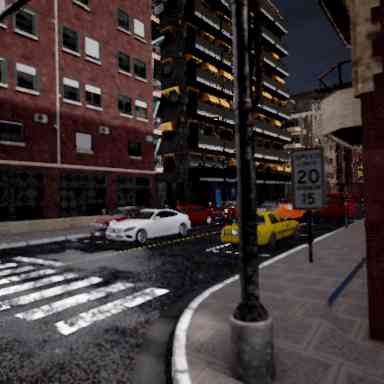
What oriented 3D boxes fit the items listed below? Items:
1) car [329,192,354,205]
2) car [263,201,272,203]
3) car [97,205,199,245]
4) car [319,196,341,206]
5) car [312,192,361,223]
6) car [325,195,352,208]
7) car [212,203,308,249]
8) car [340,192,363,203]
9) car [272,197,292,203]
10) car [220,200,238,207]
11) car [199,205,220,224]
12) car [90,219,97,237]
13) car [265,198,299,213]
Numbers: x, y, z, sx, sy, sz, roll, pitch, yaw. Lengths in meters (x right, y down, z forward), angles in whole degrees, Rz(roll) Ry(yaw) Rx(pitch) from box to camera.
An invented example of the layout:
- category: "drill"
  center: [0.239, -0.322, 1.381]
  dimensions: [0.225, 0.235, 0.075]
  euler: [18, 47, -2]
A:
- category: "car"
  center: [23.851, 0.992, 52.963]
  dimensions: [2.192, 1.841, 5.009]
  euler: [-2, -1, 40]
- category: "car"
  center: [6.801, 1.414, 27.810]
  dimensions: [2.033, 1.411, 5.357]
  euler: [-2, -1, 37]
- category: "car"
  center: [-1.922, 1.533, 15.905]
  dimensions: [1.812, 1.442, 4.674]
  euler: [-2, -1, 37]
- category: "car"
  center: [20.269, 1.308, 48.718]
  dimensions: [1.802, 1.307, 4.206]
  euler: [-2, -1, 40]
- category: "car"
  center: [9.472, 1.018, 22.151]
  dimensions: [2.192, 1.841, 5.009]
  euler: [-2, -1, 37]
- category: "car"
  center: [19.122, 1.216, 43.325]
  dimensions: [1.837, 1.490, 4.892]
  euler: [-3, -1, 39]
- category: "car"
  center: [2.924, 1.338, 13.329]
  dimensions: [1.752, 1.417, 4.829]
  euler: [-2, 0, 36]
- category: "car"
  center: [27.479, 0.941, 57.155]
  dimensions: [2.192, 1.841, 5.009]
  euler: [-2, -1, 41]
- category: "car"
  center: [8.044, 1.136, 24.736]
  dimensions: [2.097, 1.767, 4.553]
  euler: [-2, -1, 37]
- category: "car"
  center: [3.036, 1.420, 26.932]
  dimensions: [1.967, 1.590, 4.097]
  euler: [-2, -1, 37]
- category: "car"
  center: [-0.259, 1.578, 22.463]
  dimensions: [1.887, 1.381, 4.507]
  euler: [-2, -1, 36]
- category: "car"
  center: [-3.504, 1.526, 17.971]
  dimensions: [1.967, 1.590, 4.097]
  euler: [-2, 0, 35]
- category: "car"
  center: [9.785, 1.421, 35.757]
  dimensions: [1.887, 1.381, 4.507]
  euler: [-2, -1, 38]
